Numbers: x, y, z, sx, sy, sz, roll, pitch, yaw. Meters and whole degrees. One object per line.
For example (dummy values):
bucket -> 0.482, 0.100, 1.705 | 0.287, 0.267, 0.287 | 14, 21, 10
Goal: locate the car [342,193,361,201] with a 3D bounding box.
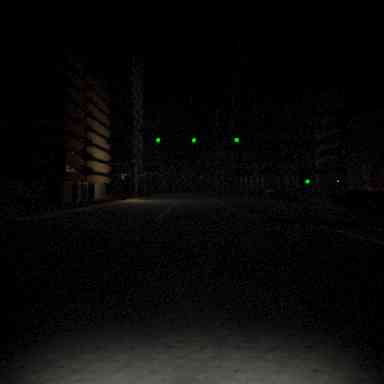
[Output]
car -> 30.896, 0.869, 64.538 | 1.784, 1.438, 3.905 | 0, 0, 0

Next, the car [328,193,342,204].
car -> 22.258, 1.016, 49.424 | 1.970, 1.475, 3.806 | 0, 0, 0

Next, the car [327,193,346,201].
car -> 28.001, 0.901, 64.534 | 1.970, 1.475, 3.806 | 0, 0, 0

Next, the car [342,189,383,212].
car -> 16.686, 0.907, 32.000 | 1.932, 1.855, 4.605 | 0, 0, 0
